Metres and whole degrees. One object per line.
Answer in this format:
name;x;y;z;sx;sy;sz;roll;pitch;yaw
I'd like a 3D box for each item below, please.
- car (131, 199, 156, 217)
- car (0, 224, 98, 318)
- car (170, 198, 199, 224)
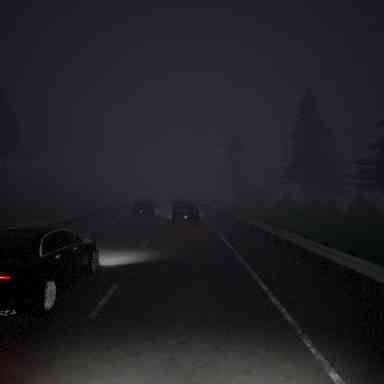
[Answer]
car;-4.362;1.394;30.195;2.128;1.511;4.902;0;0;-3
car;-3.488;1.481;7.372;1.837;1.490;4.892;0;0;-1
car;-0.511;1.413;23.798;2.128;1.511;4.902;0;0;-3
